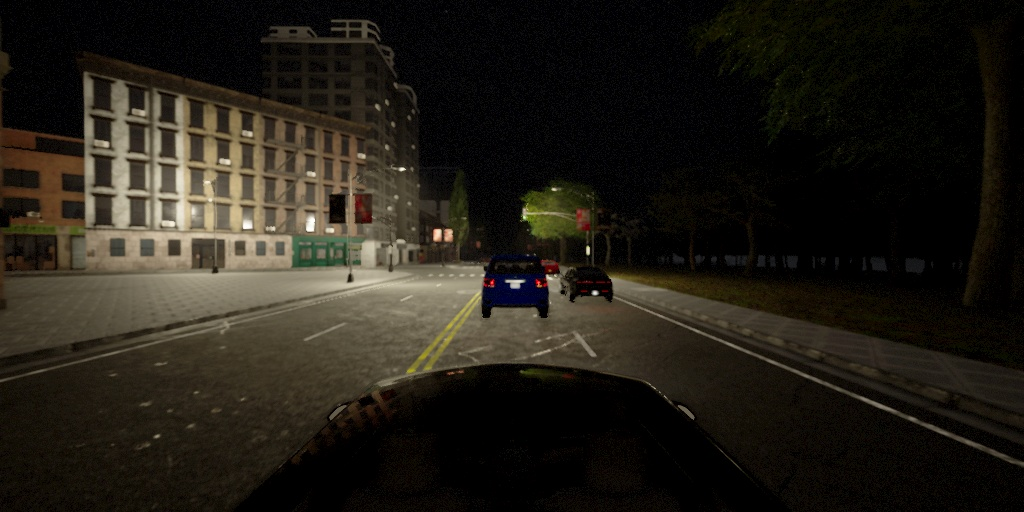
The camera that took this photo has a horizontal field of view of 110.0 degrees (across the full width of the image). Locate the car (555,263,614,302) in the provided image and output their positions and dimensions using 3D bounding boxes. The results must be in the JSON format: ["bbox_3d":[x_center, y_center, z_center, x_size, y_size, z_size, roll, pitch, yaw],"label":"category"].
[{"bbox_3d":[3.344,1.214,16.773,1.837,1.490,4.892,0,0,0],"label":"car"}]

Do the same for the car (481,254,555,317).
[{"bbox_3d":[0.095,0.942,13.221,2.150,2.045,5.566,0,0,0],"label":"car"}]
